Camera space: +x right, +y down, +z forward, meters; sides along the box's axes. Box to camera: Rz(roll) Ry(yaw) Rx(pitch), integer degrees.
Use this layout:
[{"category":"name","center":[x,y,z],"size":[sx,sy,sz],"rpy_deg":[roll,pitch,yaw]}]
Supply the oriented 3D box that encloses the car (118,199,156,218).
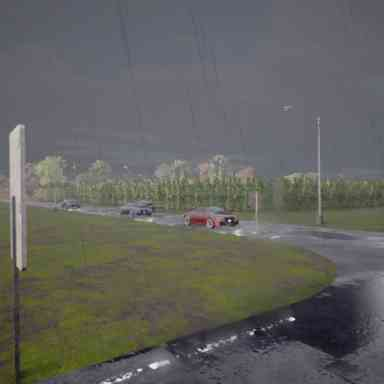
[{"category":"car","center":[-5.493,1.679,31.941],"size":[1.994,1.385,4.181],"rpy_deg":[-1,0,-35]}]

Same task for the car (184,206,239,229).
[{"category":"car","center":[1.207,1.637,22.491],"size":[1.994,1.385,4.181],"rpy_deg":[-1,0,-35]}]

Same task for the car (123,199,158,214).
[{"category":"car","center":[-5.839,1.606,37.316],"size":[1.837,1.490,4.892],"rpy_deg":[-1,0,-36]}]

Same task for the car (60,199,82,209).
[{"category":"car","center":[-18.084,1.745,49.473],"size":[2.033,1.411,5.357],"rpy_deg":[-1,0,-36]}]
